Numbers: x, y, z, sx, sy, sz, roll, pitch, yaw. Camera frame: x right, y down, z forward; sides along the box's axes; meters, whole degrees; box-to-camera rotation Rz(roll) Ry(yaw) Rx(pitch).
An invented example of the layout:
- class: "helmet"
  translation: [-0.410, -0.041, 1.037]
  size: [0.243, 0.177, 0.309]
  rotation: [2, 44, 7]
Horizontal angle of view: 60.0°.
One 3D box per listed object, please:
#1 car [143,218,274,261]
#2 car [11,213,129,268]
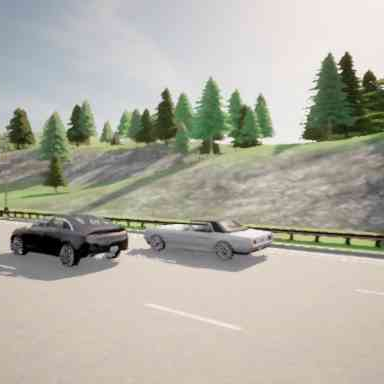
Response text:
- class: "car"
  translation: [0.440, 1.600, 12.271]
  size: [4.718, 1.301, 1.895]
  rotation: [0, 0, 35]
- class: "car"
  translation: [-4.298, 1.490, 11.354]
  size: [4.902, 1.511, 2.128]
  rotation: [0, 0, 36]
